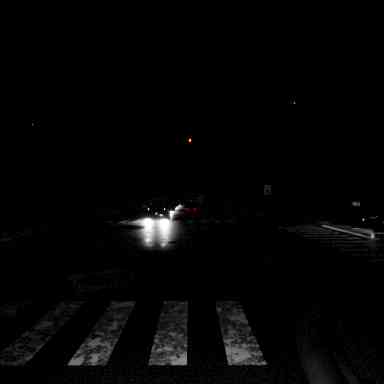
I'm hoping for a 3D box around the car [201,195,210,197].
[{"bbox_3d":[2.410,1.636,52.657,1.947,1.339,4.313,0,0,0],"label":"car"}]

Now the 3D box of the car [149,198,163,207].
[{"bbox_3d":[-5.615,1.652,52.675,1.802,1.307,4.206,0,0,0],"label":"car"}]

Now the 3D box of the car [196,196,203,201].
[{"bbox_3d":[2.084,1.697,90.093,1.812,1.442,4.674,0,0,0],"label":"car"}]

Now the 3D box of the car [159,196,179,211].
[{"bbox_3d":[-3.097,1.614,41.978,1.994,1.385,4.181,0,0,1],"label":"car"}]

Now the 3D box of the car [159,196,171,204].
[{"bbox_3d":[-5.578,1.551,69.207,1.967,1.590,4.097,0,0,0],"label":"car"}]

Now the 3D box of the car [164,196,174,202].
[{"bbox_3d":[-5.553,1.694,80.228,2.008,1.369,4.403,0,0,0],"label":"car"}]

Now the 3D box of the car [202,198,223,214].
[{"bbox_3d":[2.373,1.606,36.124,1.947,1.339,4.313,0,0,0],"label":"car"}]

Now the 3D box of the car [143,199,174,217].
[{"bbox_3d":[-3.143,1.634,32.022,1.895,1.301,4.718,0,0,1],"label":"car"}]

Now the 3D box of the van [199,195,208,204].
[{"bbox_3d":[2.447,1.452,69.189,1.690,1.788,3.998,0,0,0],"label":"van"}]

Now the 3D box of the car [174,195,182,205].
[{"bbox_3d":[-3.075,1.633,51.962,1.994,1.385,4.181,0,0,0],"label":"car"}]

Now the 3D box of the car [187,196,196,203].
[{"bbox_3d":[-0.171,1.679,74.051,1.994,1.385,4.181,0,0,0],"label":"car"}]

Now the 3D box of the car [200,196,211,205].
[{"bbox_3d":[2.397,1.641,47.147,1.802,1.307,4.206,0,0,0],"label":"car"}]

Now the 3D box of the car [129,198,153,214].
[{"bbox_3d":[-5.652,1.480,36.143,1.967,1.590,4.097,0,0,0],"label":"car"}]

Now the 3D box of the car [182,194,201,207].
[{"bbox_3d":[-0.131,1.561,52.504,2.128,1.511,4.902,0,0,0],"label":"car"}]

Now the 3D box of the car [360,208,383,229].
[{"bbox_3d":[13.042,1.457,20.633,4.892,1.490,1.837,0,0,0],"label":"car"}]

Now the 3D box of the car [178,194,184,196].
[{"bbox_3d":[-3.008,1.584,62.043,2.128,1.511,4.902,0,0,1],"label":"car"}]

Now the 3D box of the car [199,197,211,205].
[{"bbox_3d":[2.435,1.647,63.678,2.008,1.369,4.403,0,0,0],"label":"car"}]

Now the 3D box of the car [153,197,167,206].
[{"bbox_3d":[-5.603,1.634,58.186,2.008,1.369,4.403,0,0,0],"label":"car"}]
